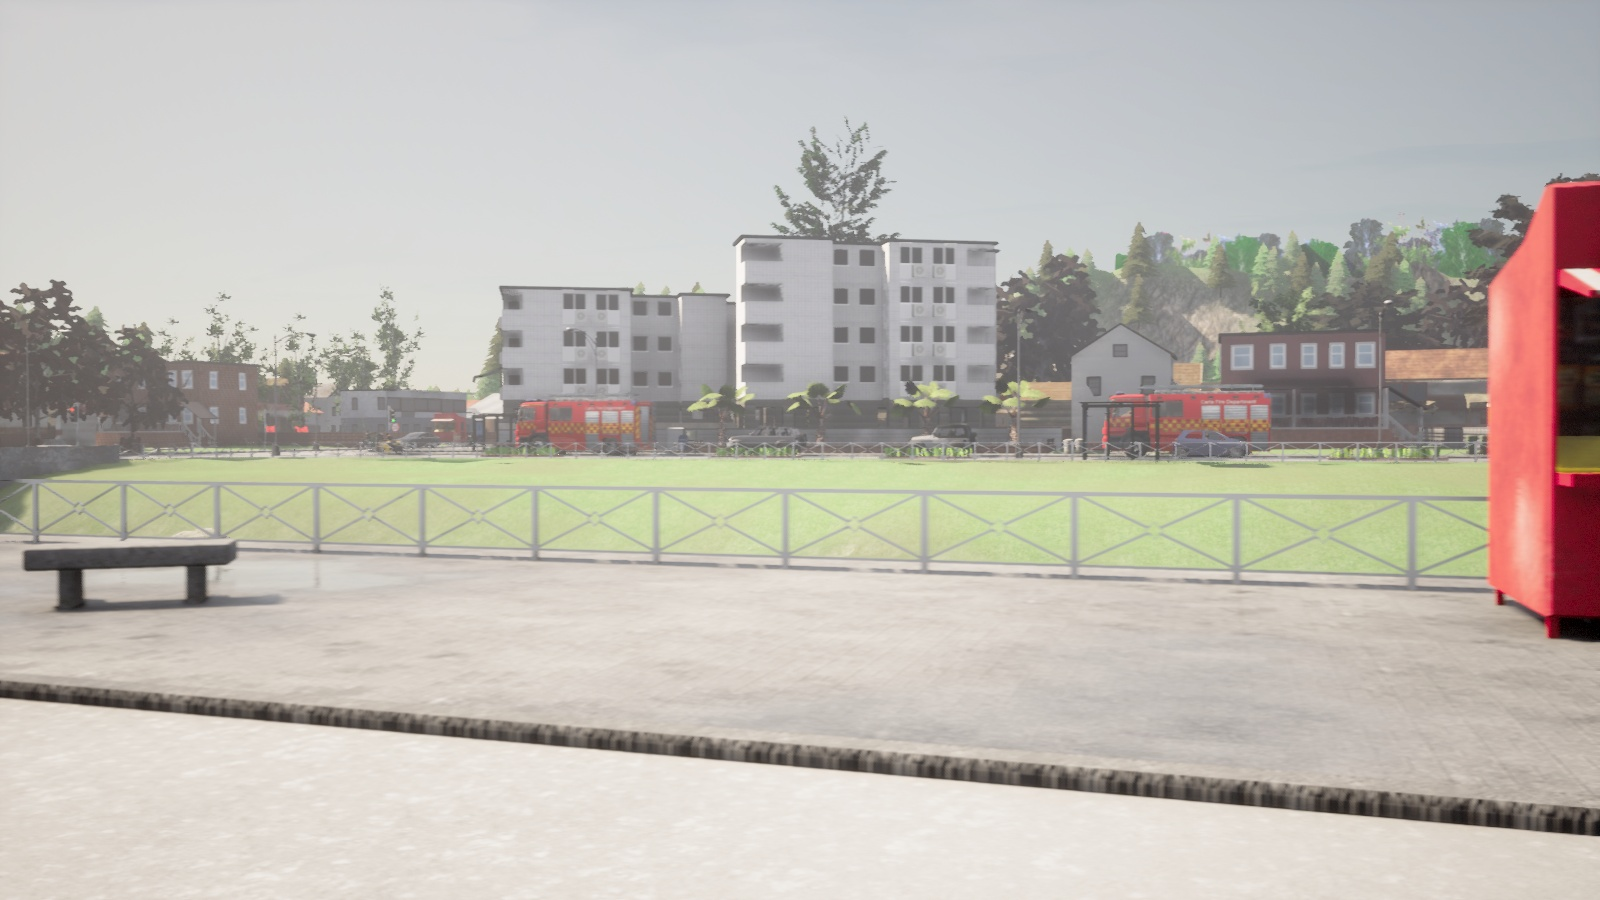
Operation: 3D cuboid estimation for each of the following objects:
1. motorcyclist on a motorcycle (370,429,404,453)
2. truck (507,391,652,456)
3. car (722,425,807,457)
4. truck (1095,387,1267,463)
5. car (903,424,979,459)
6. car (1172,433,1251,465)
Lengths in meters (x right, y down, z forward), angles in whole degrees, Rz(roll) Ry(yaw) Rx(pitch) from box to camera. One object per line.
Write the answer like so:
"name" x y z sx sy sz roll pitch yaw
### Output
"motorcyclist on a motorcycle" -26.979 -0.608 82.126 2.044 1.523 0.797 1 1 19
"truck" -13.630 -1.632 77.610 8.468 3.827 2.891 1 1 19
"car" -2.062 -0.547 73.734 4.605 1.855 1.932 0 1 19
"truck" 20.053 -1.323 66.275 8.468 3.827 2.891 1 1 19
"car" 7.912 -0.477 70.374 3.866 1.878 1.905 0 1 19
"car" 20.307 -0.076 61.986 3.633 1.501 1.845 1 1 19
